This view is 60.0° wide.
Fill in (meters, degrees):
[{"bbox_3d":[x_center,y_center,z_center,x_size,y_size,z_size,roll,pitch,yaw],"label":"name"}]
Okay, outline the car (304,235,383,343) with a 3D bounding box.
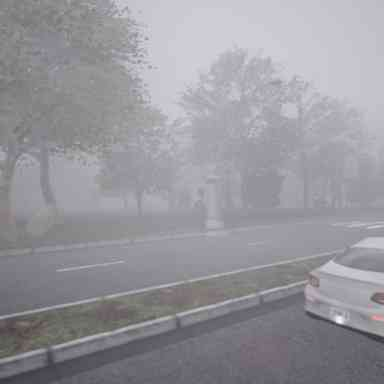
[{"bbox_3d":[3.913,1.495,5.923,4.674,1.442,1.812,0,0,-36],"label":"car"}]
